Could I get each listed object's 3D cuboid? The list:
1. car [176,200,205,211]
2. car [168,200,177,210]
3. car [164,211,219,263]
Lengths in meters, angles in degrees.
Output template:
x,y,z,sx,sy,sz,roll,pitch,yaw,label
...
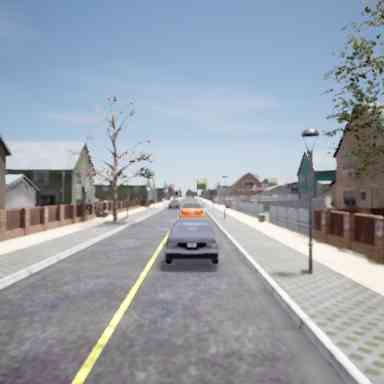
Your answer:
x,y,z,sx,sy,sz,roll,pitch,yaw,label
0.015,1.644,28.457,2.097,1.767,4.553,0,-1,0,car
-2.773,2.039,52.569,1.837,1.490,4.892,0,-1,0,car
0.007,1.680,12.561,2.033,1.411,5.357,0,-1,0,car
